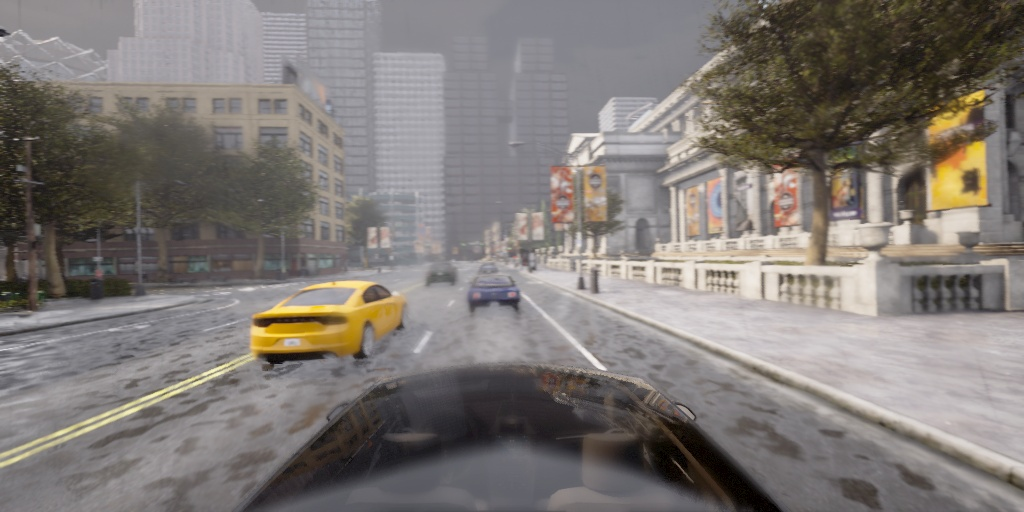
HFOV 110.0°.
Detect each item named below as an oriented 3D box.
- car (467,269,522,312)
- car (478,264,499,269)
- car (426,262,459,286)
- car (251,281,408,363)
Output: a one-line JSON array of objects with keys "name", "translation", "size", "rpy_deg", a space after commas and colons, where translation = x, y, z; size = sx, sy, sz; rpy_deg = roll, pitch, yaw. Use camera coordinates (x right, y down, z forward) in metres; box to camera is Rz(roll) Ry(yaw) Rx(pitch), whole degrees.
[{"name": "car", "translation": [-0.760, 1.388, 14.499], "size": [1.895, 1.301, 4.718], "rpy_deg": [-2, 0, -4]}, {"name": "car", "translation": [-2.112, 1.394, 32.361], "size": [2.033, 1.411, 5.357], "rpy_deg": [-2, 0, -4]}, {"name": "car", "translation": [-5.254, 1.276, 27.476], "size": [2.097, 1.767, 4.553], "rpy_deg": [-2, 0, -4]}, {"name": "car", "translation": [-3.912, 1.341, 8.645], "size": [1.882, 1.535, 5.008], "rpy_deg": [-1, 0, -3]}]
